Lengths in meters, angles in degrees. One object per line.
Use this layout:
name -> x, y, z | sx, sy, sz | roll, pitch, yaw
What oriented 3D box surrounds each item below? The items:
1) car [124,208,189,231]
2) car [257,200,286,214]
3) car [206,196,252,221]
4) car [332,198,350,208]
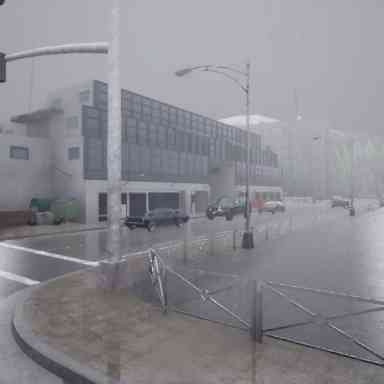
car -> -2.265, 1.777, 22.128 | 1.895, 1.301, 4.718 | 0, 0, 36
car -> 9.243, 1.702, 38.229 | 1.812, 1.442, 4.674 | 0, 0, 36
car -> 3.467, 1.398, 30.157 | 2.150, 2.045, 5.566 | 0, 0, 36
car -> 22.774, 1.681, 50.861 | 1.837, 1.490, 4.892 | 0, 0, 36
